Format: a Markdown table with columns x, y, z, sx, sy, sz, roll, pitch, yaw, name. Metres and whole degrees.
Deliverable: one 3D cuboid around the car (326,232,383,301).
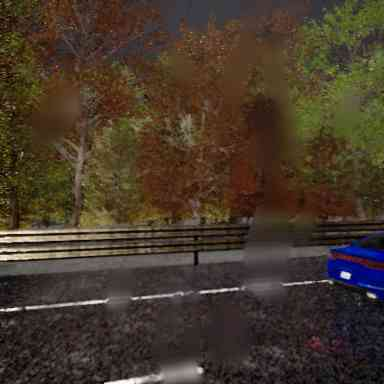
| x | y | z | sx | sy | sz | roll | pitch | yaw | name |
| --- | --- | --- | --- | --- | --- | --- | --- | --- | --- |
| 5.659 | 1.660 | 7.934 | 5.008 | 1.535 | 1.882 | 0 | -1 | -18 | car |
